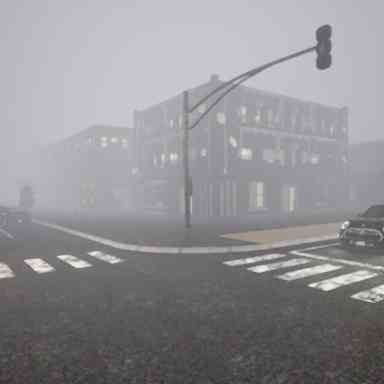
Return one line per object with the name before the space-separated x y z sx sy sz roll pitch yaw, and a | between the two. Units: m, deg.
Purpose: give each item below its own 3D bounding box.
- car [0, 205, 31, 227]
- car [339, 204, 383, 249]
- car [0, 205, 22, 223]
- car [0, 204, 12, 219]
car | -13.219 1.795 24.887 2.008 1.369 4.403 -2 0 -35
car | 7.927 1.266 13.330 4.553 1.767 2.097 0 0 -36
car | -16.426 1.890 29.398 1.802 1.307 4.206 -2 0 -35
car | -19.633 1.952 33.909 1.802 1.307 4.206 -2 0 -35
